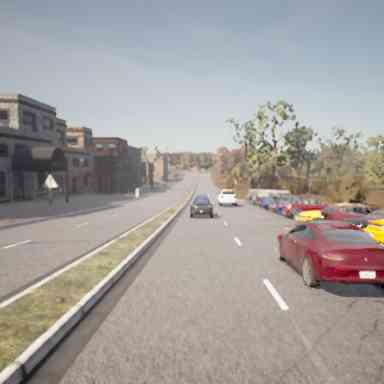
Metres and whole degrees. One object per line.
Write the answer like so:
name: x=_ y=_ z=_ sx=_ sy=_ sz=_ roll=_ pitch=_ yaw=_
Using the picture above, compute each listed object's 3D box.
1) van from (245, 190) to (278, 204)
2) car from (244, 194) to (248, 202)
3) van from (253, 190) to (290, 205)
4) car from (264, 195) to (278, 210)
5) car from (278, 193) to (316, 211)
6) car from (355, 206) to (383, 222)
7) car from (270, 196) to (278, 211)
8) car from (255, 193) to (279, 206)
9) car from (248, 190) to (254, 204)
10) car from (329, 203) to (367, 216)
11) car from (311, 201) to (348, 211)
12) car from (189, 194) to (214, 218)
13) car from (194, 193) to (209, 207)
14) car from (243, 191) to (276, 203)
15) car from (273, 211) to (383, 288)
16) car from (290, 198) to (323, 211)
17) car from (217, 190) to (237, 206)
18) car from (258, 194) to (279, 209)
van: x=10.000 y=0.670 z=48.020 sx=4.442 sy=1.987 sz=1.878 roll=0 pitch=1 yaw=2
car: x=10.032 y=0.962 z=45.266 sx=4.892 sy=1.521 sz=2.231 roll=0 pitch=1 yaw=2
van: x=10.000 y=0.852 z=39.750 sx=4.442 sy=1.987 sz=1.878 roll=0 pitch=1 yaw=2
car: x=9.652 y=1.263 z=31.499 sx=4.674 sy=1.452 sz=2.002 roll=0 pitch=1 yaw=2
car: x=9.464 y=1.180 z=25.985 sx=4.553 sy=1.767 sz=2.185 roll=0 pitch=1 yaw=2
car: x=9.102 y=1.442 z=12.225 sx=5.008 sy=1.535 sz=2.097 roll=0 pitch=0 yaw=2
car: x=9.570 y=1.305 z=28.747 sx=4.674 sy=1.452 sz=2.002 roll=0 pitch=1 yaw=2
car: x=9.835 y=1.158 z=37.006 sx=4.792 sy=1.488 sz=2.163 roll=0 pitch=1 yaw=2
car: x=9.933 y=0.894 z=42.639 sx=4.553 sy=1.767 sz=2.185 roll=0 pitch=1 yaw=2
car: x=9.191 y=1.421 z=14.977 sx=4.892 sy=1.521 sz=2.231 roll=0 pitch=0 yaw=2
car: x=9.291 y=1.428 z=17.726 sx=4.792 sy=1.488 sz=2.163 roll=0 pitch=1 yaw=2
car: x=0.805 y=1.251 z=27.795 sx=2.128 sy=1.511 sz=4.902 roll=0 pitch=1 yaw=2
car: x=1.275 y=0.966 z=43.220 sx=1.882 sy=1.535 sz=5.008 roll=0 pitch=1 yaw=2
car: x=10.224 y=0.699 z=50.769 sx=4.553 sy=1.767 sz=2.185 roll=0 pitch=2 yaw=2
car: x=3.595 y=1.484 z=8.999 sx=1.812 sy=1.442 sz=4.674 roll=0 pitch=0 yaw=1
car: x=9.155 y=1.365 z=20.490 sx=5.366 sy=1.575 sz=1.946 roll=0 pitch=1 yaw=2
car: x=4.541 y=0.725 z=43.207 sx=2.150 sy=2.045 sz=5.566 roll=0 pitch=1 yaw=1
car: x=9.698 y=1.209 z=34.257 sx=4.792 sy=1.488 sz=2.163 roll=0 pitch=1 yaw=2
